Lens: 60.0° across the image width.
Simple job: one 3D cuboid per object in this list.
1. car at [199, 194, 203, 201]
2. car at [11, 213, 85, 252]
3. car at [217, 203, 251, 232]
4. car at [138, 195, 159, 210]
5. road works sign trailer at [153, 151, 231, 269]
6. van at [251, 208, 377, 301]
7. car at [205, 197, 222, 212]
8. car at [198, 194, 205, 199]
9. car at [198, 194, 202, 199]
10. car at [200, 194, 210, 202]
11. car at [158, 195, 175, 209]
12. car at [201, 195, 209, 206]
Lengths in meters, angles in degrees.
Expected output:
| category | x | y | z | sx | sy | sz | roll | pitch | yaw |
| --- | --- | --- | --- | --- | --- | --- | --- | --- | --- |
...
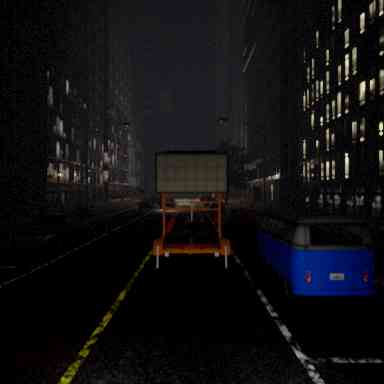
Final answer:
| category | x | y | z | sx | sy | sz | roll | pitch | yaw |
| --- | --- | --- | --- | --- | --- | --- | --- | --- | --- |
| car | 2.660 | 1.449 | 53.542 | 2.008 | 1.369 | 4.403 | 0 | 0 | 0 |
| car | -5.699 | 1.558 | 13.693 | 1.802 | 1.307 | 4.206 | 0 | 0 | 0 |
| car | 2.679 | 1.549 | 19.387 | 1.802 | 1.307 | 4.206 | 0 | 0 | 0 |
| car | -5.715 | 1.477 | 42.156 | 2.008 | 1.369 | 4.403 | 0 | 0 | 0 |
| road works sign trailer | -0.006 | 0.445 | 11.019 | 2.380 | 3.560 | 2.880 | 0 | 0 | 0 |
| van | 2.686 | 1.327 | 8.003 | 1.690 | 1.788 | 3.998 | 0 | 0 | 0 |
| car | 2.669 | 1.520 | 36.465 | 1.802 | 1.307 | 4.206 | 0 | 0 | 0 |
| car | 2.638 | 1.307 | 93.389 | 1.887 | 1.381 | 4.507 | 0 | 0 | 0 |
| car | 2.654 | 1.302 | 64.927 | 1.967 | 1.590 | 4.097 | 0 | 0 | 0 |
| car | 2.650 | 1.283 | 70.619 | 1.967 | 1.590 | 4.097 | 0 | 0 | 0 |
| car | -3.125 | 1.472 | 43.093 | 2.033 | 1.411 | 5.357 | 0 | 0 | 0 |
| car | 2.663 | 1.464 | 47.850 | 2.008 | 1.369 | 4.403 | 0 | 0 | 0 |
